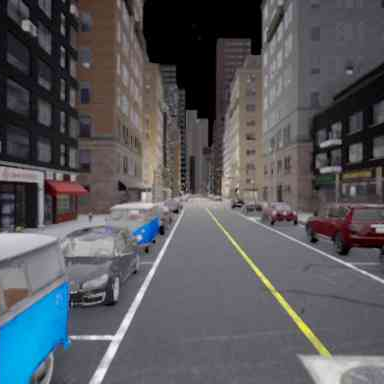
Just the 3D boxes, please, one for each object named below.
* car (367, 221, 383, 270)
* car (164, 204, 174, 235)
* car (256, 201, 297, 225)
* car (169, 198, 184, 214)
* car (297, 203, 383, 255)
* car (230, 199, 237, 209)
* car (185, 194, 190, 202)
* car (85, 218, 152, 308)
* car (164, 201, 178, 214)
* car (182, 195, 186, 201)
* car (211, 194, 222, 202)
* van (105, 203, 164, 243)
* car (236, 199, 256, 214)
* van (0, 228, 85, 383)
[{"bbox_3d":[6.230,1.614,7.904,1.802,1.307,4.206,0,0,0],"label":"car"},{"bbox_3d":[-2.266,1.583,18.930,1.947,1.339,4.313,0,0,0],"label":"car"},{"bbox_3d":[6.274,1.495,24.409,1.967,1.590,4.097,0,0,0],"label":"car"},{"bbox_3d":[-2.221,1.608,35.434,1.947,1.339,4.313,0,0,0],"label":"car"},{"bbox_3d":[6.244,1.354,13.406,2.192,1.841,5.009,0,0,0],"label":"car"},{"bbox_3d":[6.333,1.656,46.414,1.947,1.339,4.313,0,0,0],"label":"car"},{"bbox_3d":[-2.058,1.737,83.540,1.802,1.307,4.206,0,0,0],"label":"car"},{"bbox_3d":[-2.296,1.553,7.927,2.008,1.369,4.403,0,0,0],"label":"car"},{"bbox_3d":[-2.251,1.607,24.432,1.802,1.307,4.206,0,0,0],"label":"car"},{"bbox_3d":[-2.192,1.501,46.437,1.967,1.590,4.097,0,0,0],"label":"car"},{"bbox_3d":[6.467,1.624,83.504,1.967,1.590,4.097,0,0,0],"label":"car"},{"bbox_3d":[-2.281,1.351,13.429,1.690,1.788,3.998,0,0,0],"label":"van"},{"bbox_3d":[6.304,1.622,35.411,2.008,1.369,4.403,0,0,0],"label":"car"},{"bbox_3d":[-2.311,1.336,2.428,1.690,1.788,3.998,0,0,0],"label":"van"}]
